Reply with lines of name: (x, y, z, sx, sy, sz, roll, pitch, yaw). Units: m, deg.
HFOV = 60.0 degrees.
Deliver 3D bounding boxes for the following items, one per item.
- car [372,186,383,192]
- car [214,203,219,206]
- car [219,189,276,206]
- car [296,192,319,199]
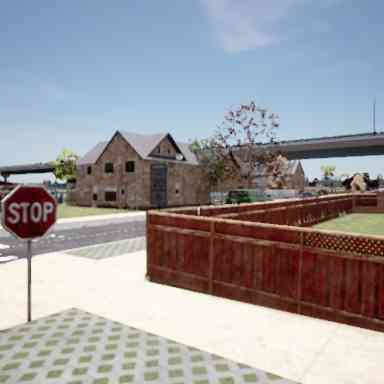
car: (44.112, -0.049, 78.843, 1.895, 1.301, 4.718, 0, 1, 37)
car: (3.872, 1.136, 29.618, 1.895, 1.301, 4.718, 0, 1, 37)
car: (4.670, 0.795, 25.924, 2.150, 2.045, 5.566, 0, 1, 37)
car: (15.857, 0.697, 45.538, 1.882, 1.535, 5.008, 0, 1, 37)
